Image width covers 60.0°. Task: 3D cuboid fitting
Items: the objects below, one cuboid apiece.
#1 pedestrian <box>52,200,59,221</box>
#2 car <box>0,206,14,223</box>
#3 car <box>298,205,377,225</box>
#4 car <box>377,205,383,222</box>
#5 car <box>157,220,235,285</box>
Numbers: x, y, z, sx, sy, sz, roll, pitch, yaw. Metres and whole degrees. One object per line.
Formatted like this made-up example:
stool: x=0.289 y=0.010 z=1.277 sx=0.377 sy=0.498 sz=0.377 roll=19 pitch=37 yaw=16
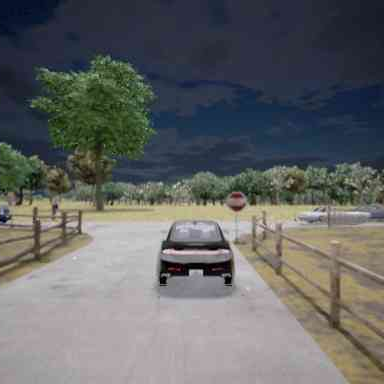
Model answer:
pedestrian: x=-12.158 y=1.598 z=29.501 sx=0.375 sy=1.860 sz=0.375 roll=0 pitch=-2 yaw=0
car: x=-15.700 y=1.370 z=23.504 sx=5.566 sy=2.045 sz=2.150 roll=0 pitch=-2 yaw=1
car: x=10.184 y=1.684 z=23.805 sx=4.718 sy=1.301 sz=1.895 roll=0 pitch=-2 yaw=-2
car: x=13.957 y=1.713 z=26.456 sx=4.181 sy=1.385 sz=1.994 roll=0 pitch=-2 yaw=1
car: x=0.089 y=1.555 z=9.640 sx=2.128 sy=1.511 sz=4.902 roll=0 pitch=0 yaw=0
